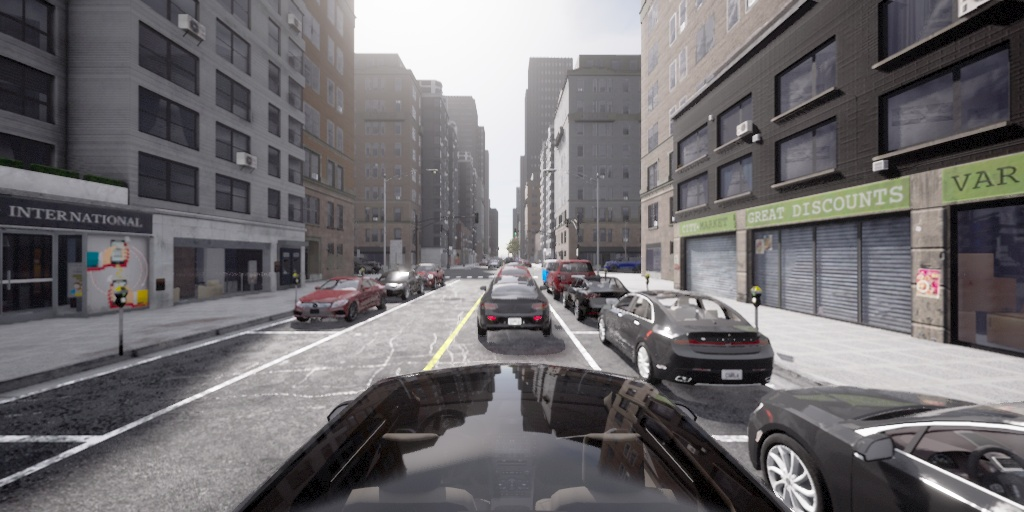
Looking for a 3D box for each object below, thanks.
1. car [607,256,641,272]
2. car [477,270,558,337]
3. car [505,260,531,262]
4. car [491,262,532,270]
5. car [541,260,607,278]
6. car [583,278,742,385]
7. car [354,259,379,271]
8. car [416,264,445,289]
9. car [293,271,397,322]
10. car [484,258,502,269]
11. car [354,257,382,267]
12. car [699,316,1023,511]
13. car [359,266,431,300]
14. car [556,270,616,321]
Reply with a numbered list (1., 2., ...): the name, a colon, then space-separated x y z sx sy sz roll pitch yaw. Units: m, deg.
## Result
1. car: 14.873 1.072 46.940 5.566 2.045 2.150 0 0 2
2. car: 0.045 1.297 10.302 1.812 1.442 4.674 0 0 0
3. car: 0.489 1.330 32.252 1.837 1.490 4.892 0 0 6
4. car: 0.113 1.269 18.426 1.882 1.535 5.008 0 0 0
5. car: 2.874 1.104 17.891 2.192 1.841 5.009 0 0 0
6. car: 2.864 1.313 6.844 2.007 1.370 4.403 0 0 0
7. car: -17.950 1.362 40.109 4.892 1.490 1.837 0 0 0
8. car: -5.647 1.243 23.418 1.967 1.591 4.097 0 0 0
9. car: -5.657 1.358 12.368 1.802 1.307 4.207 0 0 0
10. car: -3.182 1.466 61.942 2.033 1.411 5.357 0 0 -1
11. car: -18.581 1.092 43.356 5.566 2.045 2.150 0 0 0
12. car: 2.859 1.299 1.320 2.007 1.370 4.403 0 0 0
13. car: -5.652 1.355 17.893 1.948 1.339 4.313 0 0 0
14. car: 2.869 1.342 12.367 1.948 1.339 4.313 0 0 0
